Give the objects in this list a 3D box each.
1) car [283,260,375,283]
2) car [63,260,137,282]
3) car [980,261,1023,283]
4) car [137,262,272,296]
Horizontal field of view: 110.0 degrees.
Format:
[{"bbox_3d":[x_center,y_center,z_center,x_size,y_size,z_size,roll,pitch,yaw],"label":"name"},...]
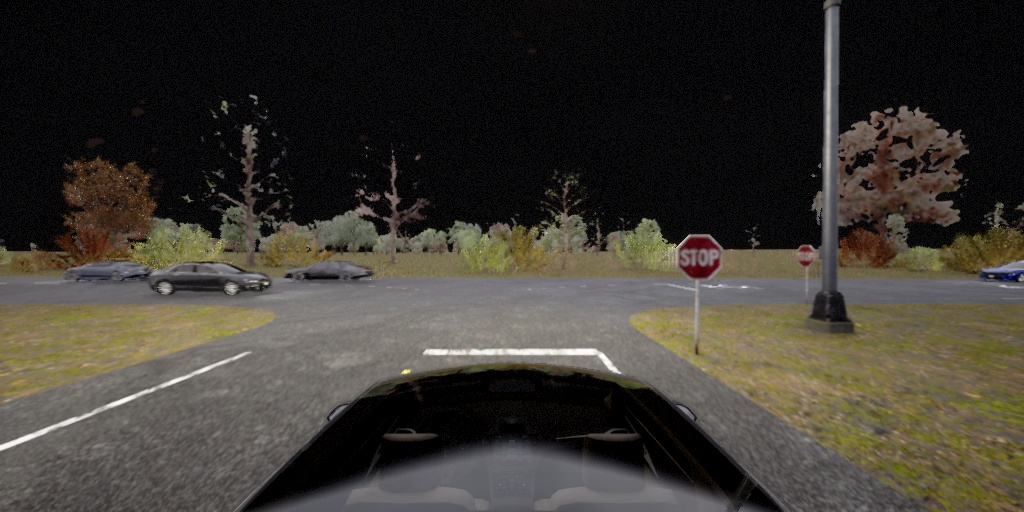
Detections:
[{"bbox_3d":[-12.063,0.997,23.887,5.357,1.411,2.033,0,1,-2],"label":"car"},{"bbox_3d":[-26.283,0.954,23.419,4.181,1.385,1.994,0,1,-2],"label":"car"},{"bbox_3d":[36.277,1.111,25.349,5.008,1.535,1.882,-1,1,-2],"label":"car"},{"bbox_3d":[-14.025,1.041,16.815,4.892,1.490,1.837,0,1,-2],"label":"car"}]
